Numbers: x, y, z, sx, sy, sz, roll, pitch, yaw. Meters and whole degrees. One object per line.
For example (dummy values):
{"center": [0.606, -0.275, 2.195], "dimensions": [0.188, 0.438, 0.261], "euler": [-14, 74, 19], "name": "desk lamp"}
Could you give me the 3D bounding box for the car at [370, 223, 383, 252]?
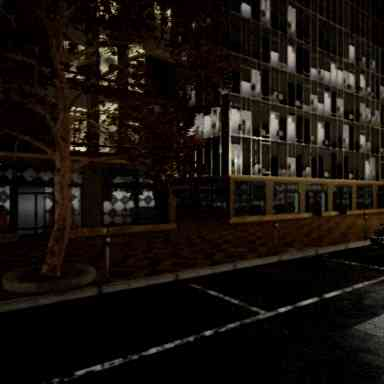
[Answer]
{"center": [8.454, 1.539, 12.597], "dimensions": [4.403, 1.369, 2.008], "euler": [0, 0, -36], "name": "car"}
